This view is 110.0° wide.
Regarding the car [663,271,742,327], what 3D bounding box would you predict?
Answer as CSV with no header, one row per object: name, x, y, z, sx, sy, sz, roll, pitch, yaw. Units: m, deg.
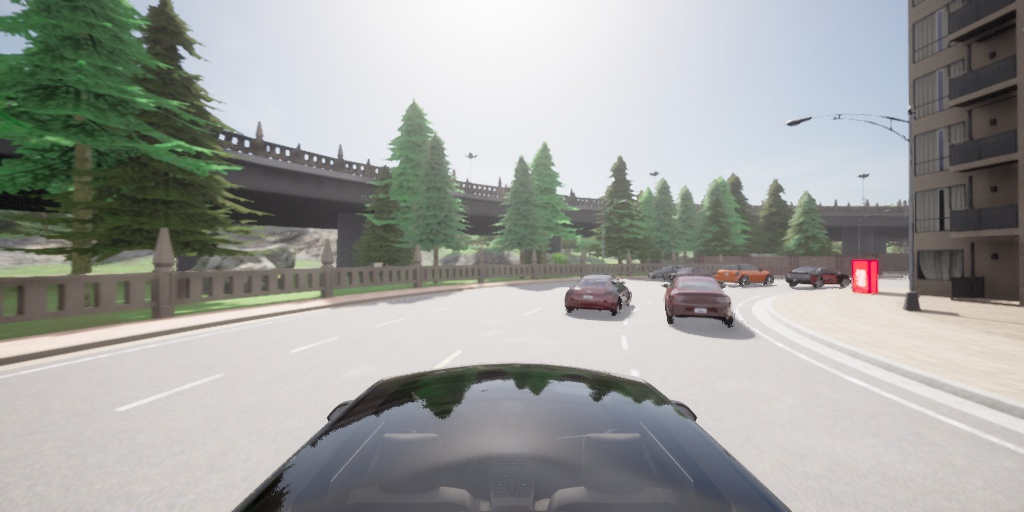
car,6.218,1.397,12.203,1.812,1.442,4.674,0,-1,23

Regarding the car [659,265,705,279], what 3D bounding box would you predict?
car,15.211,1.645,30.861,4.181,1.385,1.994,0,-1,-25

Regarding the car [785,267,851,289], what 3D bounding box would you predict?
car,22.252,1.540,26.041,4.902,1.511,2.128,0,-1,-18

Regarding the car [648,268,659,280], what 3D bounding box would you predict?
car,15.444,1.613,34.781,4.902,1.511,2.128,0,-1,-22

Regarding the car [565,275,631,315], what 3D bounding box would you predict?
car,3.589,1.453,14.580,1.994,1.385,4.181,0,-1,25

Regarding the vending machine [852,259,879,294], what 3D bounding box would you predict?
vending machine,19.886,1.179,20.192,0.880,2.100,1.100,0,0,-27

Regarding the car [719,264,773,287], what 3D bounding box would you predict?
car,18.310,1.413,28.216,4.553,1.767,2.097,0,-1,-25
